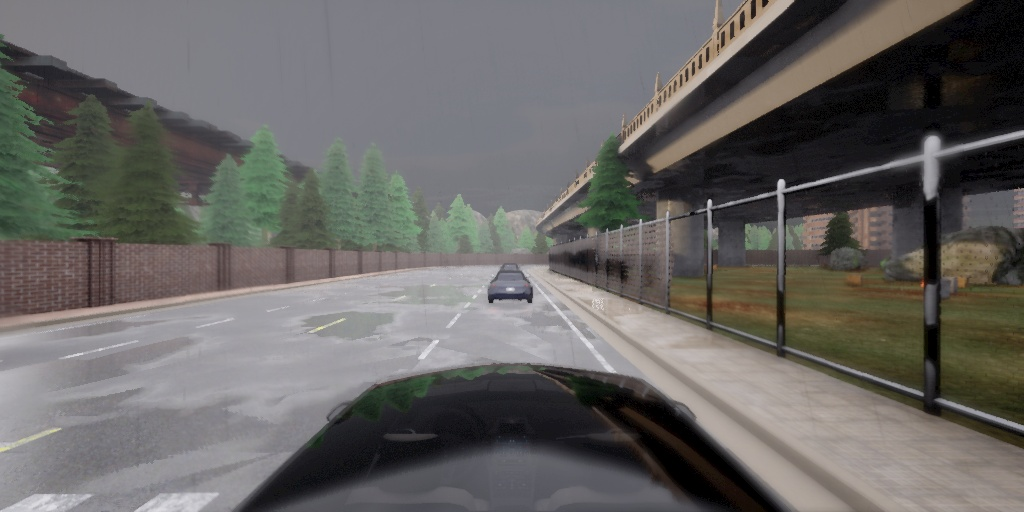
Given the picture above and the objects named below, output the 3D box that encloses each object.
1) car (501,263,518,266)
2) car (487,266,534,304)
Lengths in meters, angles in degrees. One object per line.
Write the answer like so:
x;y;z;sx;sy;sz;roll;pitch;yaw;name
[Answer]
-0.155;1.322;31.528;1.994;1.385;4.181;0;0;0;car
-0.074;1.322;16.528;1.994;1.385;4.181;0;0;0;car
